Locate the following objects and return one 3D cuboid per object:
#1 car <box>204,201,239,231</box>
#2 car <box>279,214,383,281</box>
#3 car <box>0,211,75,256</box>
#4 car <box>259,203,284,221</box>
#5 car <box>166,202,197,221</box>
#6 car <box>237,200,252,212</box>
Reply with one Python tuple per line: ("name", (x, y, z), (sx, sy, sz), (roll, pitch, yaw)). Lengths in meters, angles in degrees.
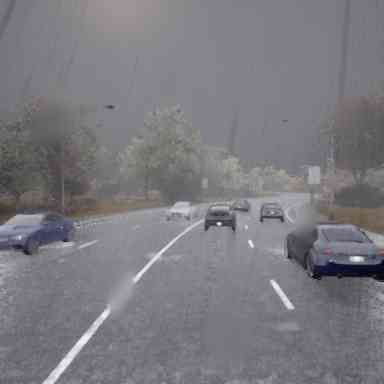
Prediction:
("car", (1.886, 1.535, 21.114), (1.837, 1.490, 4.892), (0, 0, 8))
("car", (4.128, 1.590, 10.020), (1.994, 1.385, 4.181), (0, 0, 4))
("car", (-6.331, 1.517, 13.338), (1.812, 1.442, 4.674), (0, 0, 6))
("car", (6.484, 1.604, 27.237), (2.033, 1.411, 5.357), (0, 0, 11))
("car", (-0.752, 1.551, 27.573), (1.812, 1.442, 4.674), (0, 0, 12))
("car", (5.840, 1.629, 39.138), (1.994, 1.385, 4.181), (0, 0, 16))
